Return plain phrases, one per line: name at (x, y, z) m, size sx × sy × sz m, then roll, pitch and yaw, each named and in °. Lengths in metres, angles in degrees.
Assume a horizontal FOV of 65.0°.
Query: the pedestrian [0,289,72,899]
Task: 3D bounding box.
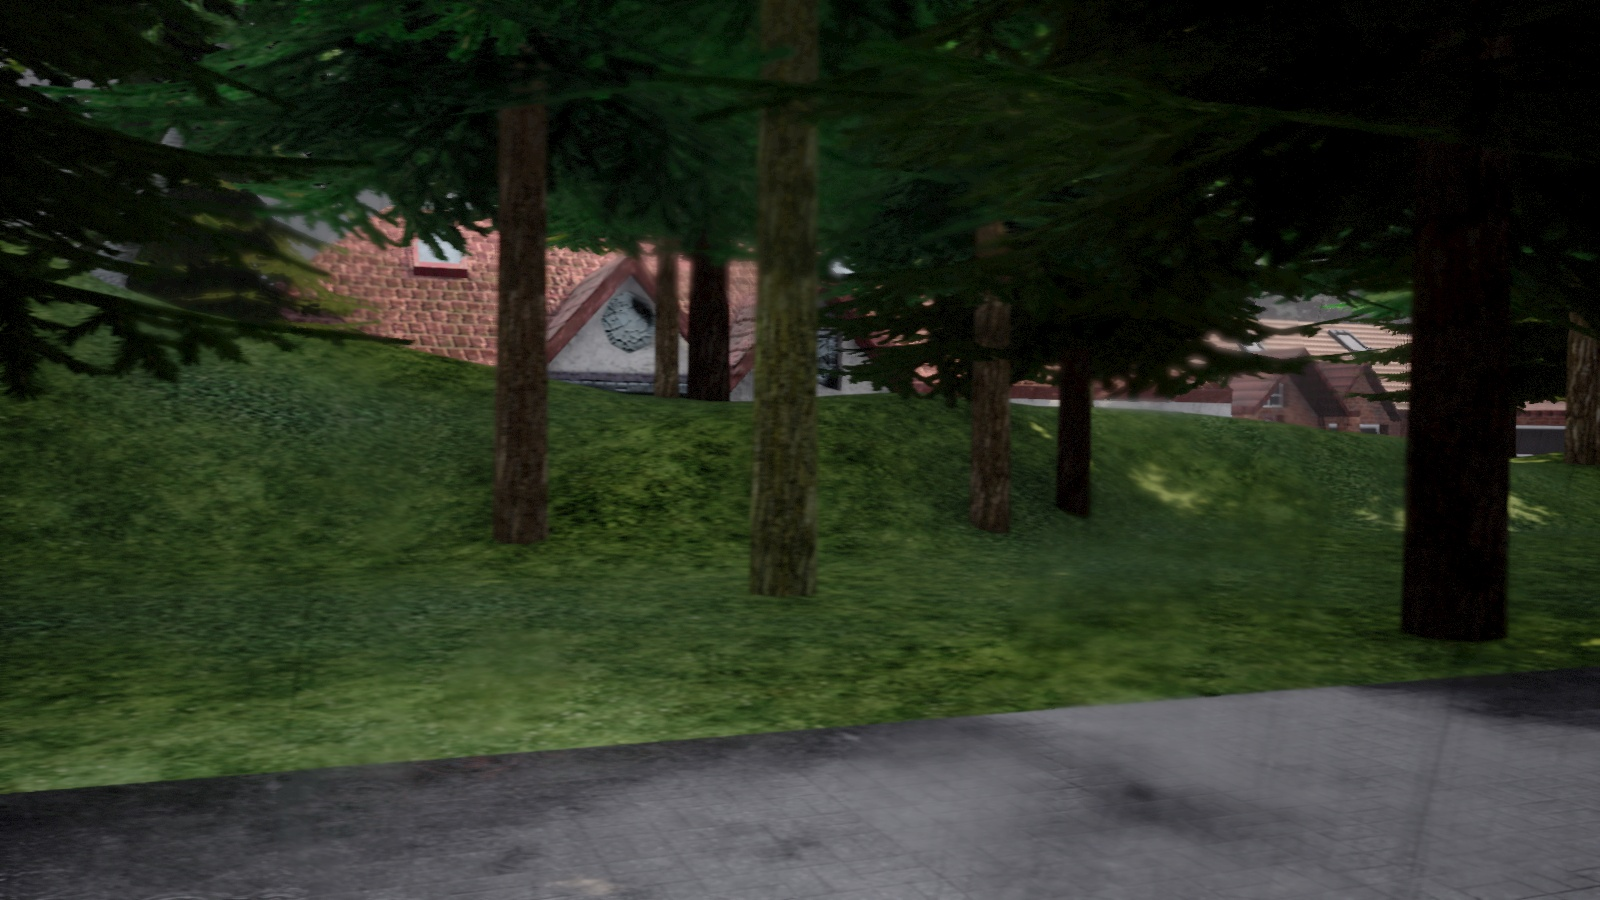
pedestrian at (-2.565, 0.477, 3.569) m, size 0.709 × 1.840 × 0.431 m, roll -1°, pitch 1°, yaw -4°
